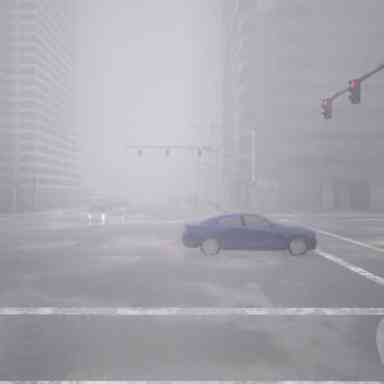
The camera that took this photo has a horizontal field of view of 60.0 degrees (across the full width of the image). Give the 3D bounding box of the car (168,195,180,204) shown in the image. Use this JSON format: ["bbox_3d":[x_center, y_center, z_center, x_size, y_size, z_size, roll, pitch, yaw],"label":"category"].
[{"bbox_3d":[-3.454,1.354,63.492,2.097,1.767,4.553,0,0,0],"label":"car"}]

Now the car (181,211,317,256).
[{"bbox_3d":[2.082,1.478,12.503,5.008,1.535,1.882,1,0,0],"label":"car"}]

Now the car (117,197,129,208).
[{"bbox_3d":[-10.630,1.526,49.627,1.812,1.442,4.674,0,0,0],"label":"car"}]

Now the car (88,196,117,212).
[{"bbox_3d":[-10.632,1.505,39.367,1.837,1.490,4.892,0,0,0],"label":"car"}]

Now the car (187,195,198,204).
[{"bbox_3d":[0.050,1.352,63.498,2.097,1.767,4.553,0,0,0],"label":"car"}]
